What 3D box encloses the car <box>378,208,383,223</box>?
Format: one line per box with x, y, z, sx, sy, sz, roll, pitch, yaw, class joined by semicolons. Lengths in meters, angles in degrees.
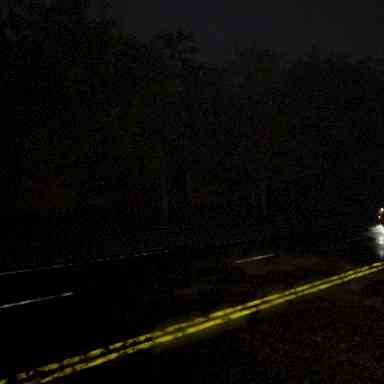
15.223;1.299;23.833;4.553;1.767;2.097;0;0;-38;car
